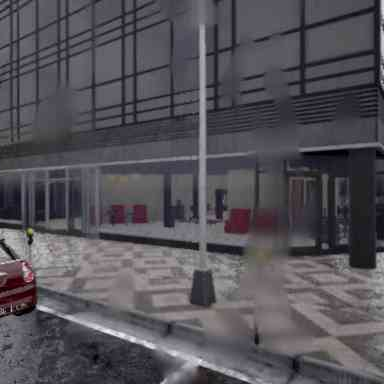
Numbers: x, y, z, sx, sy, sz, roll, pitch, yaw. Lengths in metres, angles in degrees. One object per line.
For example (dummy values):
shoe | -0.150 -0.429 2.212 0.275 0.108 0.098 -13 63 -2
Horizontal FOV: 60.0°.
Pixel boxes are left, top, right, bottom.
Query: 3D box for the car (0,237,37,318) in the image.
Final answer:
car | -4.797 1.468 6.259 4.097 1.590 1.967 0 0 35
